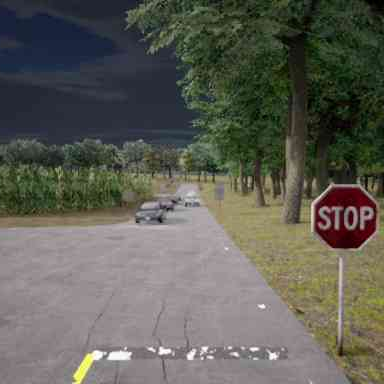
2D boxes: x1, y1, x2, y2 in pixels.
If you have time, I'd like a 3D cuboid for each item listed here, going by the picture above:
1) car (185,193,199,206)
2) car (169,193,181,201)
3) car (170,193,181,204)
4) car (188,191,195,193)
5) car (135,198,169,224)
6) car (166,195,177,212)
[{"bbox_3d":[0.021,1.171,45.093,1.895,1.301,4.718,0,1,0],"label":"car"},{"bbox_3d":[-2.897,0.847,58.033,1.994,1.385,4.181,0,1,0],"label":"car"},{"bbox_3d":[-2.922,1.122,47.350,1.895,1.301,4.718,0,1,0],"label":"car"},{"bbox_3d":[-0.067,0.593,67.435,1.812,1.442,4.674,0,1,-2],"label":"car"},{"bbox_3d":[-2.891,1.441,23.967,1.812,1.442,4.674,0,0,0],"label":"car"},{"bbox_3d":[-2.909,1.330,35.126,1.994,1.385,4.181,0,1,0],"label":"car"}]
